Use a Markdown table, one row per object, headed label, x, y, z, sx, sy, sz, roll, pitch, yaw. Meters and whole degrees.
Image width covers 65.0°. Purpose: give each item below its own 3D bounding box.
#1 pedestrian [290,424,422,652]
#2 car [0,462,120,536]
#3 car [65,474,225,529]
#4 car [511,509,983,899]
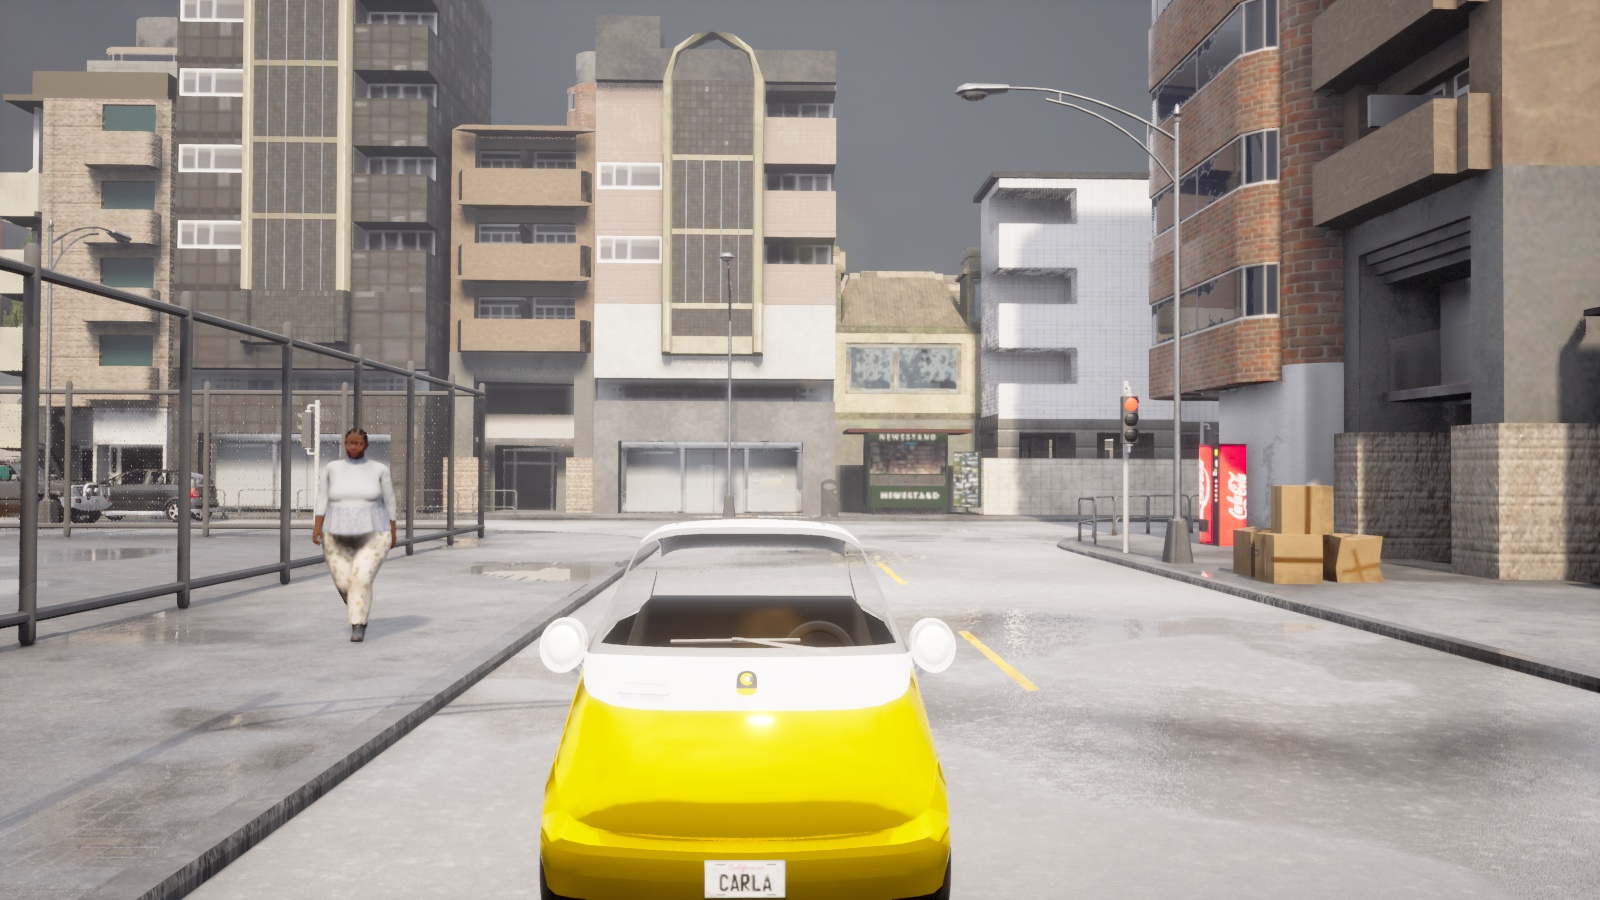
| label | x | y | z | sx | sy | sz | roll | pitch | yaw |
| --- | --- | --- | --- | --- | --- | --- | --- | --- | --- |
| pedestrian | -3.761 | 0.719 | 10.720 | 0.874 | 1.855 | 0.900 | 0 | -1 | -6 |
| car | -20.481 | 1.259 | 32.573 | 4.605 | 1.855 | 1.932 | 0 | -1 | -1 |
| car | -19.040 | 1.483 | 36.607 | 3.705 | 1.549 | 1.789 | 0 | -1 | -2 |
| car | -0.190 | 0.955 | 5.061 | 1.481 | 1.376 | 2.207 | 0 | -1 | -1 |
